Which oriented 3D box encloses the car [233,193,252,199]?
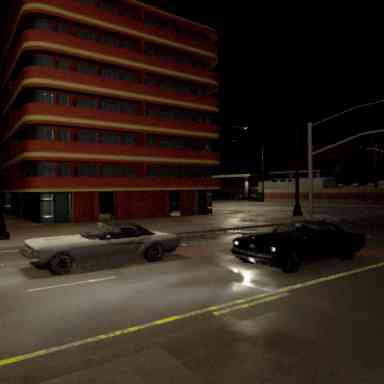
[{"bbox_3d":[12.889,1.060,81.955,3.806,1.475,1.970,-1,1,-35],"label":"car"}]

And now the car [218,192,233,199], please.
[{"bbox_3d":[8.918,0.928,86.177,4.611,1.667,2.242,-1,1,-35],"label":"car"}]

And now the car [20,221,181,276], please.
[{"bbox_3d":[-2.791,1.636,10.593,4.718,1.301,1.895,0,0,-35],"label":"car"}]

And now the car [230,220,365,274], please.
[{"bbox_3d":[3.522,1.629,10.777,4.718,1.301,1.895,0,0,-35],"label":"car"}]
